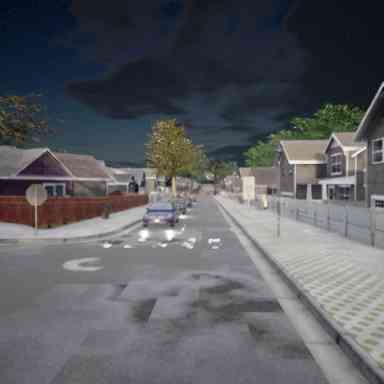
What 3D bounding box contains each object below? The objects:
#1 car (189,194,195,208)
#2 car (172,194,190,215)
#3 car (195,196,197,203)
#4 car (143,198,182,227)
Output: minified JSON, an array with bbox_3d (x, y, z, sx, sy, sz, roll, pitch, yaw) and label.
[{"bbox_3d":[-0.984,1.238,41.231,1.994,1.385,4.181,0,0,2],"label":"car"},{"bbox_3d":[-1.428,1.249,31.144,1.837,1.490,4.892,0,0,2],"label":"car"},{"bbox_3d":[-0.209,1.104,56.738,1.812,1.442,4.674,0,0,3],"label":"car"},{"bbox_3d":[-1.869,1.344,21.130,1.812,1.442,4.674,0,0,3],"label":"car"}]
